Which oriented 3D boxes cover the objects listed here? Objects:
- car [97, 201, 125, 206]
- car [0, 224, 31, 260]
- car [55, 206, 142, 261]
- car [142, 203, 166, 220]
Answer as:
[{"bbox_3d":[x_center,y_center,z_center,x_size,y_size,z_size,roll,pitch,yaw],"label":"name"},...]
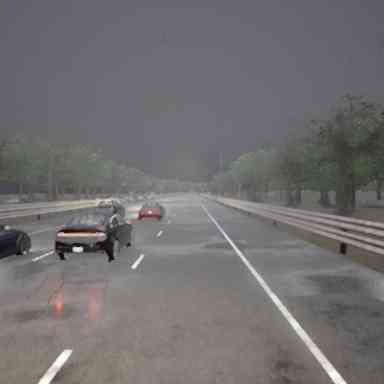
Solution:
[{"bbox_3d":[-6.902,1.528,28.232,2.128,1.511,4.902,0,0,0],"label":"car"},{"bbox_3d":[-6.901,1.576,10.530,1.994,1.385,4.181,0,0,0],"label":"car"},{"bbox_3d":[-3.400,1.506,12.345,2.128,1.511,4.902,0,0,0],"label":"car"},{"bbox_3d":[-3.400,1.601,28.799,1.994,1.385,4.181,0,0,0],"label":"car"}]
